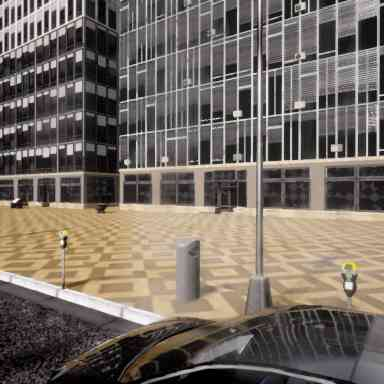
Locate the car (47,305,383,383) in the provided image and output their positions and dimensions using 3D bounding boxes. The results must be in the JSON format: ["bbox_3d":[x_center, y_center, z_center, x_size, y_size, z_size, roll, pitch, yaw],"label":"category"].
[{"bbox_3d":[0.743,1.566,2.339,4.313,1.339,1.947,0,0,35],"label":"car"}]
